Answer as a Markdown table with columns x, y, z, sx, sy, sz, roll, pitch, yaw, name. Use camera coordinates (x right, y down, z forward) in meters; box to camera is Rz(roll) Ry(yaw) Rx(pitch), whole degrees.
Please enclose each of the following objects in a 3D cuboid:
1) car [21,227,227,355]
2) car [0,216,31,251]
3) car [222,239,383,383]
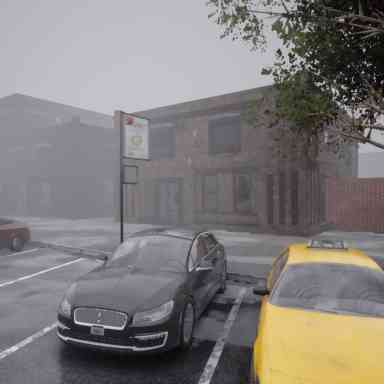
| x | y | z | sx | sy | sz | roll | pitch | yaw | name |
| --- | --- | --- | --- | --- | --- | --- | --- | --- | --- |
| -0.514 | 1.487 | 6.467 | 2.231 | 1.521 | 4.892 | 1 | -1 | 16 | car |
| -7.830 | 1.528 | 11.710 | 2.002 | 1.452 | 4.674 | 1 | -1 | 16 | car |
| 1.872 | 1.480 | 4.536 | 1.946 | 1.575 | 5.366 | 1 | -1 | 16 | car |
